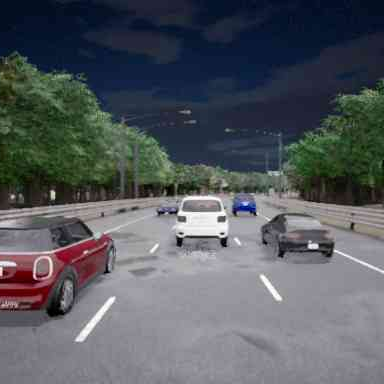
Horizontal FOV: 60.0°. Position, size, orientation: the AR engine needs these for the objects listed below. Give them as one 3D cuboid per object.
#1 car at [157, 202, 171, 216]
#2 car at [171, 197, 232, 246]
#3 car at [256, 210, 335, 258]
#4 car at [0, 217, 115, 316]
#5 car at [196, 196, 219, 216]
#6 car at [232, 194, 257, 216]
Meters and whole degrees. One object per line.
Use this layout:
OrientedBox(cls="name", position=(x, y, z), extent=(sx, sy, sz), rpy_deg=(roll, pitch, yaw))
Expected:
OrientedBox(cls="car", position=(-2.048, 1.593, 31.642), extent=(1.895, 1.301, 4.718), rpy_deg=(0, 0, 5))
OrientedBox(cls="car", position=(0.461, 1.220, 15.550), extent=(2.150, 2.045, 5.566), rpy_deg=(0, 0, 2))
OrientedBox(cls="car", position=(3.862, 1.528, 12.703), extent=(1.812, 1.442, 4.674), rpy_deg=(0, 0, 2))
OrientedBox(cls="car", position=(-3.264, 1.349, 7.695), extent=(2.097, 1.767, 4.553), rpy_deg=(0, 0, 1))
OrientedBox(cls="car", position=(1.595, 1.347, 33.031), extent=(2.097, 1.767, 4.553), rpy_deg=(0, 0, 5))
OrientedBox(cls="car", position=(5.069, 1.220, 32.760), extent=(2.150, 2.045, 5.566), rpy_deg=(0, 0, 5))
